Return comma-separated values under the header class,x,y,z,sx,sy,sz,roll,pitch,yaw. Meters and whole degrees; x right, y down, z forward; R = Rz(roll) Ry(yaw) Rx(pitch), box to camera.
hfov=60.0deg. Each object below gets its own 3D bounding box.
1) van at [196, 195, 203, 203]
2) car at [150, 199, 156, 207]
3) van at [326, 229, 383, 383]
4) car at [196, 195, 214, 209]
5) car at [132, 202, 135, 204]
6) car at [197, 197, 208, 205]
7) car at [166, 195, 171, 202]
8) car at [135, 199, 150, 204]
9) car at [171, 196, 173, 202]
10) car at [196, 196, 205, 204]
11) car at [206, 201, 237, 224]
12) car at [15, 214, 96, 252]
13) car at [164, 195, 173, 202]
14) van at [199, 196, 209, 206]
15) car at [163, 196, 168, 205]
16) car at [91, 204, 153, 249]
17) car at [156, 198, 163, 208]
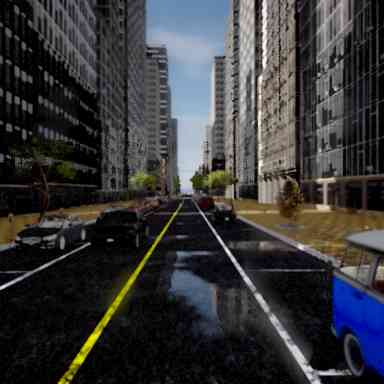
class,x,y,z,sx,sy,sz,roll,pitch,yaw
van,1.850,1.713,82.464,1.690,1.788,3.998,-1,0,-1
car,-6.120,1.658,42.595,1.967,1.590,4.097,-1,0,-1
van,2.667,1.347,2.899,1.690,1.788,3.998,-1,0,-1
car,2.199,1.532,48.365,2.192,1.841,5.009,-1,0,-1
car,-5.944,1.689,25.544,2.008,1.369,4.403,-1,0,-1
car,2.027,1.735,65.414,1.967,1.590,4.097,-1,0,-1
car,-6.469,1.923,76.694,2.008,1.369,4.403,-1,0,-1
car,-6.060,1.773,36.911,1.802,1.307,4.206,-1,0,-1
car,-6.587,1.863,88.061,1.967,1.590,4.097,-1,0,-1
car,1.909,1.786,76.781,1.967,1.590,4.097,-1,0,-1
car,2.436,1.663,25.630,2.008,1.369,4.403,-1,0,-1
car,-5.828,1.636,14.178,2.008,1.369,4.403,-1,0,-1
car,-6.647,1.763,93.745,2.192,1.841,5.009,-1,0,-1
van,2.084,1.611,59.732,1.690,1.788,3.998,-1,0,-1
car,-6.352,1.888,65.328,1.947,1.339,4.313,-1,0,-1
car,-3.140,1.559,15.167,1.882,1.535,5.008,0,0,-1
car,-6.234,1.794,53.791,1.752,1.417,4.829,-1,0,-1
